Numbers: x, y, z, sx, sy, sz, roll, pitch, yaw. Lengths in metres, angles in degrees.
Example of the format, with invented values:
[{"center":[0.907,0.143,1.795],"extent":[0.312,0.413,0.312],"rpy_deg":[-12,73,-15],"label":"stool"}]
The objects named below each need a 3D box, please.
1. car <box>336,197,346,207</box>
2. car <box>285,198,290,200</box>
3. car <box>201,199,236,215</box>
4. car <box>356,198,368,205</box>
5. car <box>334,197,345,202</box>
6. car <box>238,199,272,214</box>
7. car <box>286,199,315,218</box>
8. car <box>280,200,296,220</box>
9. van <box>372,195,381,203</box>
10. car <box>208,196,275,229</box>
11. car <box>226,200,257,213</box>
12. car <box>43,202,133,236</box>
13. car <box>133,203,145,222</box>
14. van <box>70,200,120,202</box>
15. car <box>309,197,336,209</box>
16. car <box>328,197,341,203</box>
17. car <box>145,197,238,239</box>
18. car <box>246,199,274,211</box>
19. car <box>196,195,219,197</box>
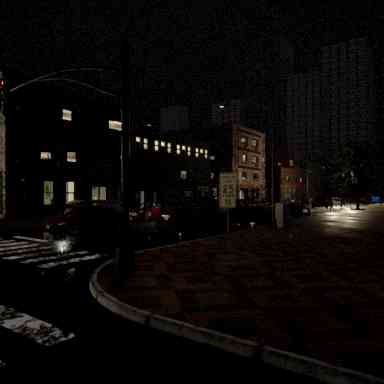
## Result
[{"center":[25.373,1.829,57.851],"extent":[1.895,1.301,4.718],"rpy_deg":[0,0,36],"label":"car"},{"center":[15.567,1.742,54.027],"extent":[1.752,1.417,4.829],"rpy_deg":[-1,-1,35],"label":"car"},{"center":[2.900,1.570,36.133],"extent":[1.967,1.590,4.097],"rpy_deg":[-1,-1,35],"label":"car"},{"center":[32.083,1.801,62.853],"extent":[2.008,1.369,4.403],"rpy_deg":[-1,-1,35],"label":"car"},{"center":[38.007,1.936,85.728],"extent":[1.887,1.381,4.507],"rpy_deg":[-1,-1,35],"label":"car"},{"center":[7.181,1.609,37.673],"extent":[1.882,1.535,5.008],"rpy_deg":[0,0,36],"label":"car"},{"center":[9.742,1.657,31.292],"extent":[1.947,1.339,4.313],"rpy_deg":[-1,-1,35],"label":"car"},{"center":[6.550,1.616,26.783],"extent":[1.887,1.381,4.507],"rpy_deg":[-1,-1,35],"label":"car"},{"center":[44.848,1.694,80.891],"extent":[1.690,1.788,3.998],"rpy_deg":[-1,-1,35],"label":"van"},{"center":[3.357,1.368,22.276],"extent":[2.192,1.841,5.009],"rpy_deg":[-1,-1,35],"label":"car"},{"center":[6.091,1.701,40.640],"extent":[2.008,1.369,4.403],"rpy_deg":[-1,-1,35],"label":"car"},{"center":[-5.959,1.530,19.014],"extent":[1.882,1.535,5.008],"rpy_deg":[0,-1,33],"label":"car"},{"center":[-3.484,1.531,27.114],"extent":[1.967,1.590,4.097],"rpy_deg":[-1,-1,35],"label":"car"},{"center":[-6.675,1.414,22.607],"extent":[1.690,1.788,3.998],"rpy_deg":[-1,0,35],"label":"van"},{"center":[19.505,1.536,49.560],"extent":[2.097,1.767,4.553],"rpy_deg":[0,0,35],"label":"car"},{"center":[34.816,1.915,81.219],"extent":[2.008,1.369,4.403],"rpy_deg":[-1,-1,35],"label":"car"},{"center":[0.166,1.350,17.767],"extent":[2.192,1.841,5.009],"rpy_deg":[-1,-1,35],"label":"car"},{"center":[9.283,1.722,45.149],"extent":[2.008,1.369,4.403],"rpy_deg":[-1,-1,35],"label":"car"},{"center":[1.143,1.315,29.163],"extent":[2.150,2.045,5.566],"rpy_deg":[0,0,35],"label":"car"}]
